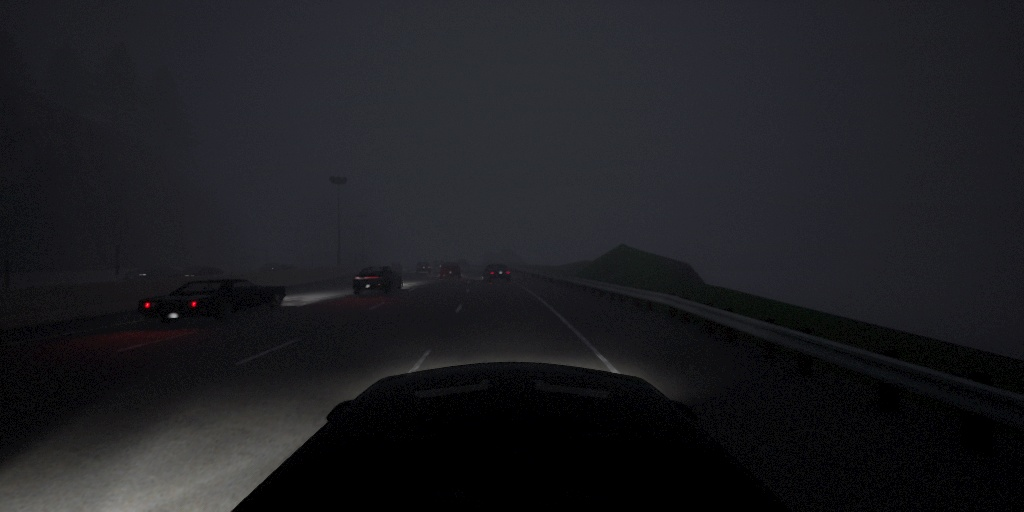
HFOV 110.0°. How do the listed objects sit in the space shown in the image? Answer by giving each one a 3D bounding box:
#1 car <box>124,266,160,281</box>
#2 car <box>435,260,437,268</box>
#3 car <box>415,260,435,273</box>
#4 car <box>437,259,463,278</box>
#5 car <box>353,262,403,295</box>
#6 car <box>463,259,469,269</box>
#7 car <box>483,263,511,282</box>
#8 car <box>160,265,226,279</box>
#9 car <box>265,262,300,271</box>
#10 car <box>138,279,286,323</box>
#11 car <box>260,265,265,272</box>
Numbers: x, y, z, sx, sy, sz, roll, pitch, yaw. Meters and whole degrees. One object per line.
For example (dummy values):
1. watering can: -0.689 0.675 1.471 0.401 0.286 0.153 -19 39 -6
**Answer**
1. car: -34.745 1.707 34.712 2.128 1.511 4.902 -1 0 -11
2. car: -12.876 1.426 62.595 2.128 1.511 4.902 0 0 -19
3. car: -11.529 1.460 46.527 2.033 1.411 5.357 -1 0 -16
4. car: -6.057 1.315 35.137 1.882 1.535 5.008 0 0 -10
5. car: -7.683 1.347 20.844 2.128 1.511 4.902 -1 0 -6
6. car: -8.675 1.230 60.764 2.097 1.767 4.553 -1 0 -18
7. car: -1.319 1.322 29.687 2.033 1.411 5.357 -1 0 -10
8. car: -26.952 1.589 30.847 1.882 1.535 5.008 -1 0 -9
9. car: -25.112 1.653 39.877 1.994 1.385 4.181 -1 0 -12
10. car: -10.303 1.489 12.949 1.895 1.301 4.718 -1 0 -4
11. car: -35.944 1.737 53.699 1.837 1.490 4.892 0 0 -17
